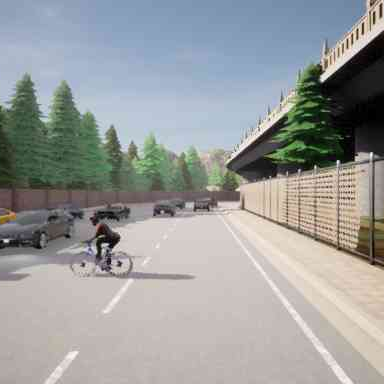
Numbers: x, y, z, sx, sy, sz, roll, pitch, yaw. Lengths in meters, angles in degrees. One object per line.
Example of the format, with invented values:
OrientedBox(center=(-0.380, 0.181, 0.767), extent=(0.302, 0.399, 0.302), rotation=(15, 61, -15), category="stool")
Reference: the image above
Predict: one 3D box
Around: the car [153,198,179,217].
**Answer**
OrientedBox(center=(-2.560, 1.504, 31.844), extent=(1.837, 1.490, 4.892), rotation=(0, 0, 1), category="car")

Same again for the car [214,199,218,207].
OrientedBox(center=(2.592, 1.526, 49.965), extent=(1.812, 1.442, 4.674), rotation=(0, 0, 15), category="car")

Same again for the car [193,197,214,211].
OrientedBox(center=(1.170, 1.491, 39.742), extent=(2.128, 1.511, 4.902), rotation=(0, 0, 2), category="car")

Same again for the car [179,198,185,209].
OrientedBox(center=(-1.996, 1.491, 44.219), extent=(2.128, 1.511, 4.902), rotation=(0, 0, 5), category="car")

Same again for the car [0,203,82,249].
OrientedBox(center=(-6.733, 1.501, 14.605), extent=(1.837, 1.490, 4.892), rotation=(0, 1, 2), category="car")

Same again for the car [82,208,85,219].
OrientedBox(center=(-9.906, 1.564, 25.818), extent=(1.994, 1.385, 4.181), rotation=(0, 0, 2), category="car")

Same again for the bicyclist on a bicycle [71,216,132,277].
OrientedBox(center=(-2.393, 1.453, 8.759), extent=(1.656, 1.620, 0.582), rotation=(-1, 0, 2), category="bicyclist on a bicycle")

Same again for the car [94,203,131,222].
OrientedBox(center=(-6.301, 1.601, 26.792), extent=(1.895, 1.301, 4.718), rotation=(0, 0, 2), category="car")
